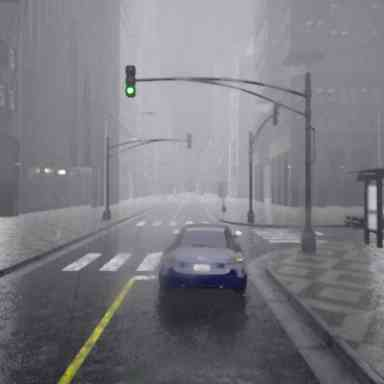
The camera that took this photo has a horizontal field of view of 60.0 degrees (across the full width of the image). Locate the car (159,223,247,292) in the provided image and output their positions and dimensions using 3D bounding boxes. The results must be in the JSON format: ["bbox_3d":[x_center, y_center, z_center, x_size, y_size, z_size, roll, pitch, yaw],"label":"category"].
[{"bbox_3d":[0.387,1.520,8.885,1.994,1.385,4.181,0,0,5],"label":"car"}]

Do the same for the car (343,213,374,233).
[{"bbox_3d":[10.914,1.465,18.213,4.718,1.301,1.895,0,-1,0],"label":"car"}]
